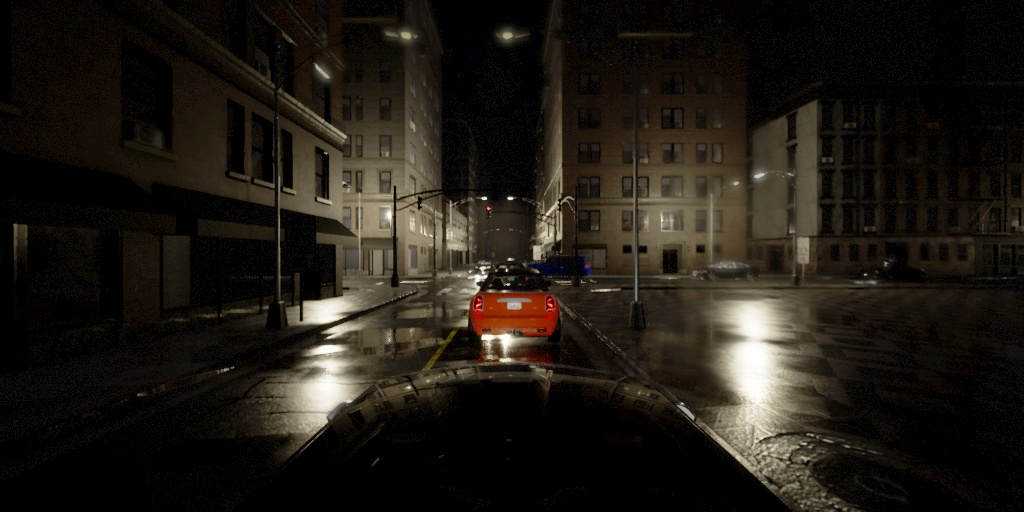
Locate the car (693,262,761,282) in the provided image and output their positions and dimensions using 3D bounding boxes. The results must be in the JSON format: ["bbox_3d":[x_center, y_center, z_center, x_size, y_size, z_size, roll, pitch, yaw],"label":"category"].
[{"bbox_3d":[17.043,1.231,28.604,4.902,1.511,2.128,0,0,-1],"label":"car"}]

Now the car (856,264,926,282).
[{"bbox_3d":[30.291,1.307,28.728,4.181,1.385,1.994,0,0,-1],"label":"car"}]

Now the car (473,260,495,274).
[{"bbox_3d":[-3.174,1.222,41.222,2.128,1.511,4.902,0,0,0],"label":"car"}]

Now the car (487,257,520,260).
[{"bbox_3d":[-0.161,1.094,18.824,2.097,1.767,4.553,0,0,-3],"label":"car"}]

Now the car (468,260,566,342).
[{"bbox_3d":[0.058,1.098,9.904,2.097,1.767,4.553,0,0,0],"label":"car"}]

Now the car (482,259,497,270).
[{"bbox_3d":[-3.179,1.230,51.470,1.837,1.490,4.892,0,0,0],"label":"car"}]

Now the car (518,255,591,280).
[{"bbox_3d":[3.706,0.959,29.608,5.566,2.045,2.150,0,1,16],"label":"car"}]
